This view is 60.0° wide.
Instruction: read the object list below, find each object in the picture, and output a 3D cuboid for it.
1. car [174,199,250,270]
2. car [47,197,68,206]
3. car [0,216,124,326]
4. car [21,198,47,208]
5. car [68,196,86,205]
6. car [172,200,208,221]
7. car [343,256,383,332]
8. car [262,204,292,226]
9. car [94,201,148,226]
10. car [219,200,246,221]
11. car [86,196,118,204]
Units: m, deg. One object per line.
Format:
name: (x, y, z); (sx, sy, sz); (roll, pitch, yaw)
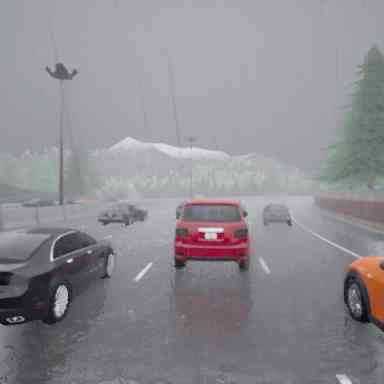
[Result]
car: (0.724, 1.231, 11.276); (2.150, 2.045, 5.566); (0, 0, 5)
car: (-17.243, 1.466, 46.348); (2.128, 1.511, 4.902); (0, 0, 17)
car: (-3.077, 1.499, 7.149); (1.837, 1.490, 4.892); (0, 0, 3)
car: (-20.985, 1.508, 46.155); (2.033, 1.411, 5.357); (0, 0, 17)
car: (-14.021, 1.334, 44.905); (2.097, 1.767, 4.553); (0, 0, 18)
car: (-0.039, 1.509, 28.766); (2.128, 1.511, 4.902); (0, 0, 12)
car: (3.802, 1.367, 4.337); (2.097, 1.767, 4.553); (0, 0, 2)
car: (6.026, 1.582, 23.849); (2.033, 1.411, 5.357); (0, 0, 11)
car: (-4.715, 1.547, 23.413); (2.033, 1.411, 5.357); (0, 0, 10)
car: (3.596, 1.535, 28.990); (1.837, 1.490, 4.892); (0, 0, 12)
car: (-11.061, 1.494, 42.672); (1.837, 1.490, 4.892); (0, 0, 17)
